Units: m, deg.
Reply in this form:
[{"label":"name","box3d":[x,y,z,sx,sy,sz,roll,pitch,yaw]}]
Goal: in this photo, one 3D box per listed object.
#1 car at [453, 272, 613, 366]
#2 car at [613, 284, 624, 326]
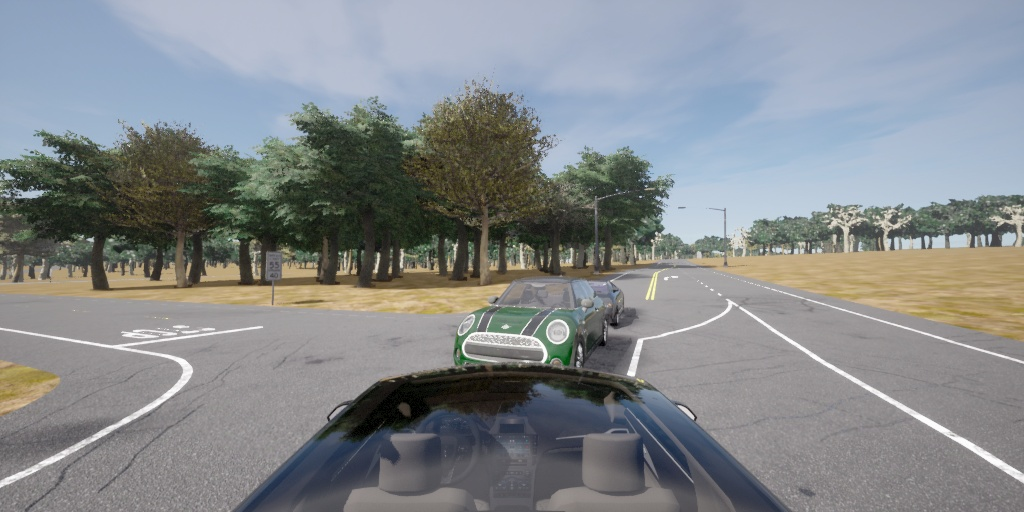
[{"label":"car","box3d":[0.676,1.223,7.478,2.097,1.767,4.553,-1,-2,22]},{"label":"car","box3d":[2.897,1.555,12.912,1.994,1.385,4.181,-2,0,22]}]
